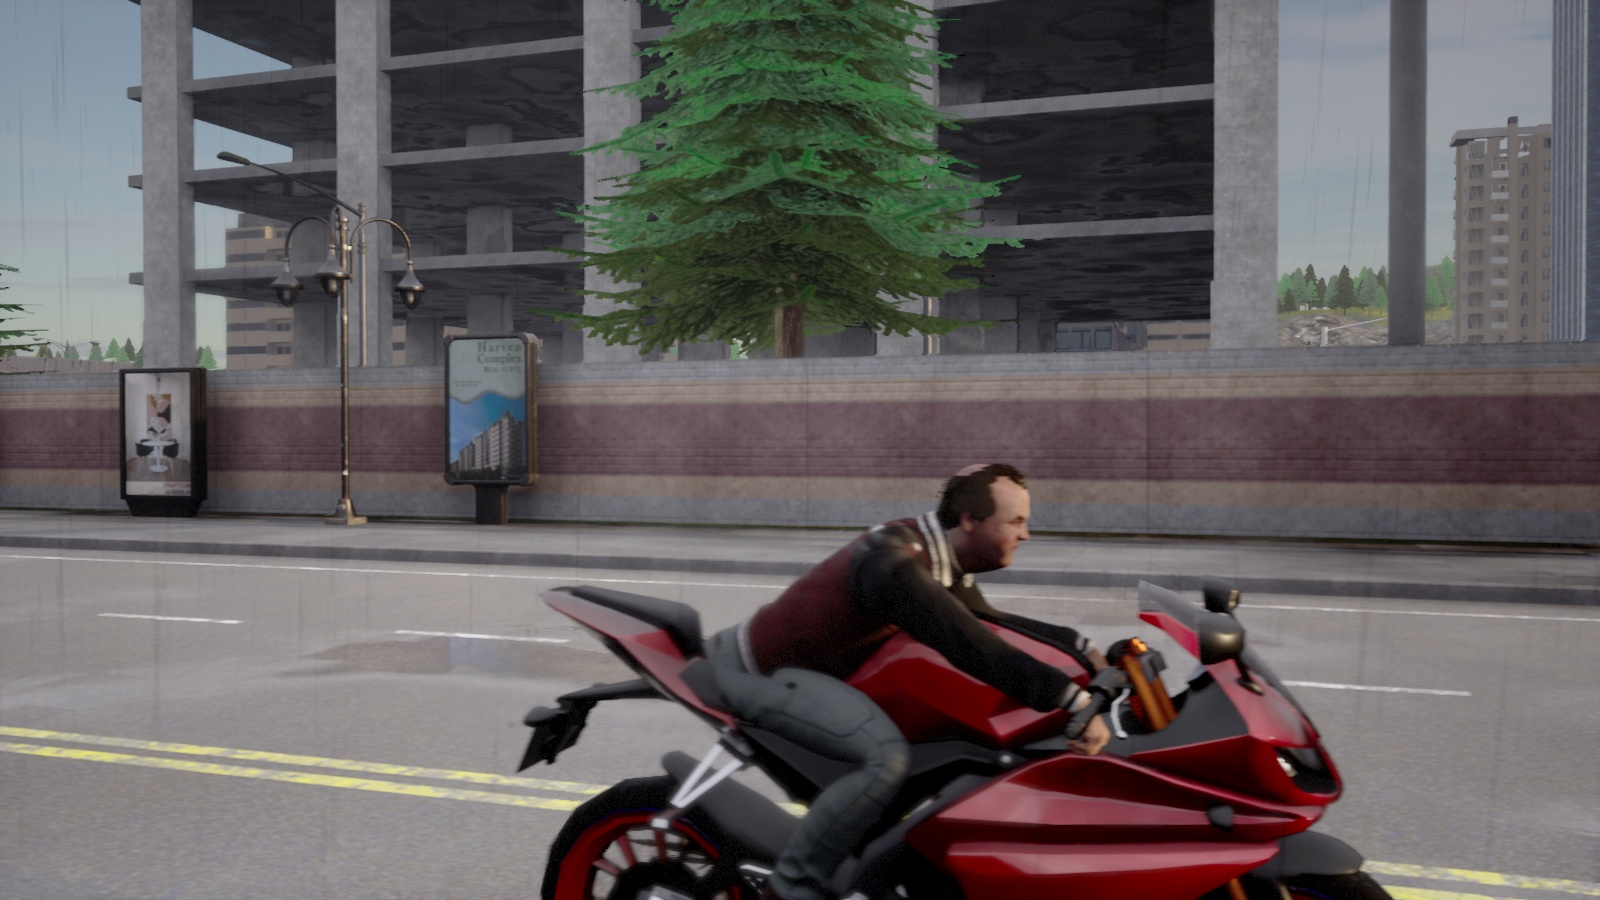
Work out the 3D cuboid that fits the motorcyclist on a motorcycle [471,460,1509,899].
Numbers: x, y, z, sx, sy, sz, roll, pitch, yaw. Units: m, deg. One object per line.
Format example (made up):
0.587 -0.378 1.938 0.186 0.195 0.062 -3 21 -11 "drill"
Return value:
0.389 0.812 3.062 2.191 1.530 0.866 1 1 19 "motorcyclist on a motorcycle"
